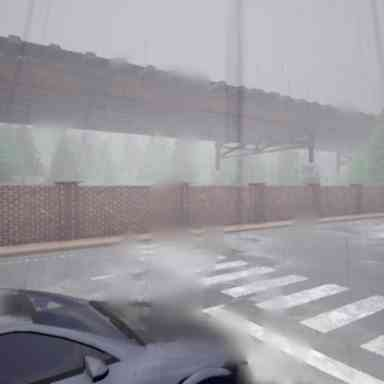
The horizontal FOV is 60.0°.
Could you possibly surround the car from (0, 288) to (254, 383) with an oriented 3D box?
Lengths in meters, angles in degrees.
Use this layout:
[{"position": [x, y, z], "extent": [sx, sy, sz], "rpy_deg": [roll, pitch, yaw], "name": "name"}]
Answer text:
[{"position": [-1.465, 1.561, 2.697], "extent": [4.181, 1.385, 1.994], "rpy_deg": [-1, 0, -35], "name": "car"}]
